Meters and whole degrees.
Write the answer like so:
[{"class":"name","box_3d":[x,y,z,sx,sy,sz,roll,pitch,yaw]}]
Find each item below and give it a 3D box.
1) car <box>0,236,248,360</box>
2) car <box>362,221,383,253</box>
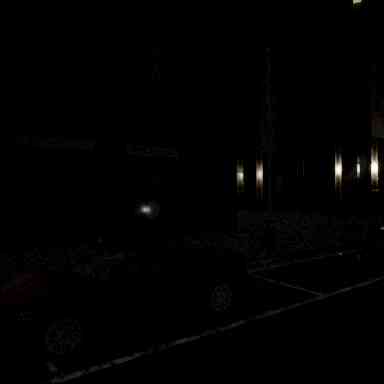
[{"class":"car","box_3d":[-1.000,1.543,5.944,4.507,1.381,1.887,0,0,-36]},{"class":"car","box_3d":[8.109,1.539,12.469,4.403,1.369,2.008,0,0,-36]}]
